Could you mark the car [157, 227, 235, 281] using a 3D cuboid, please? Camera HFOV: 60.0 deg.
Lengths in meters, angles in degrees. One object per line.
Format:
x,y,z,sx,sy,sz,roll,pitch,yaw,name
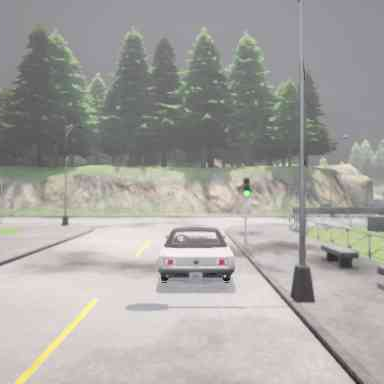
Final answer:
0.097,1.703,10.092,1.895,1.301,4.718,0,-1,0,car
